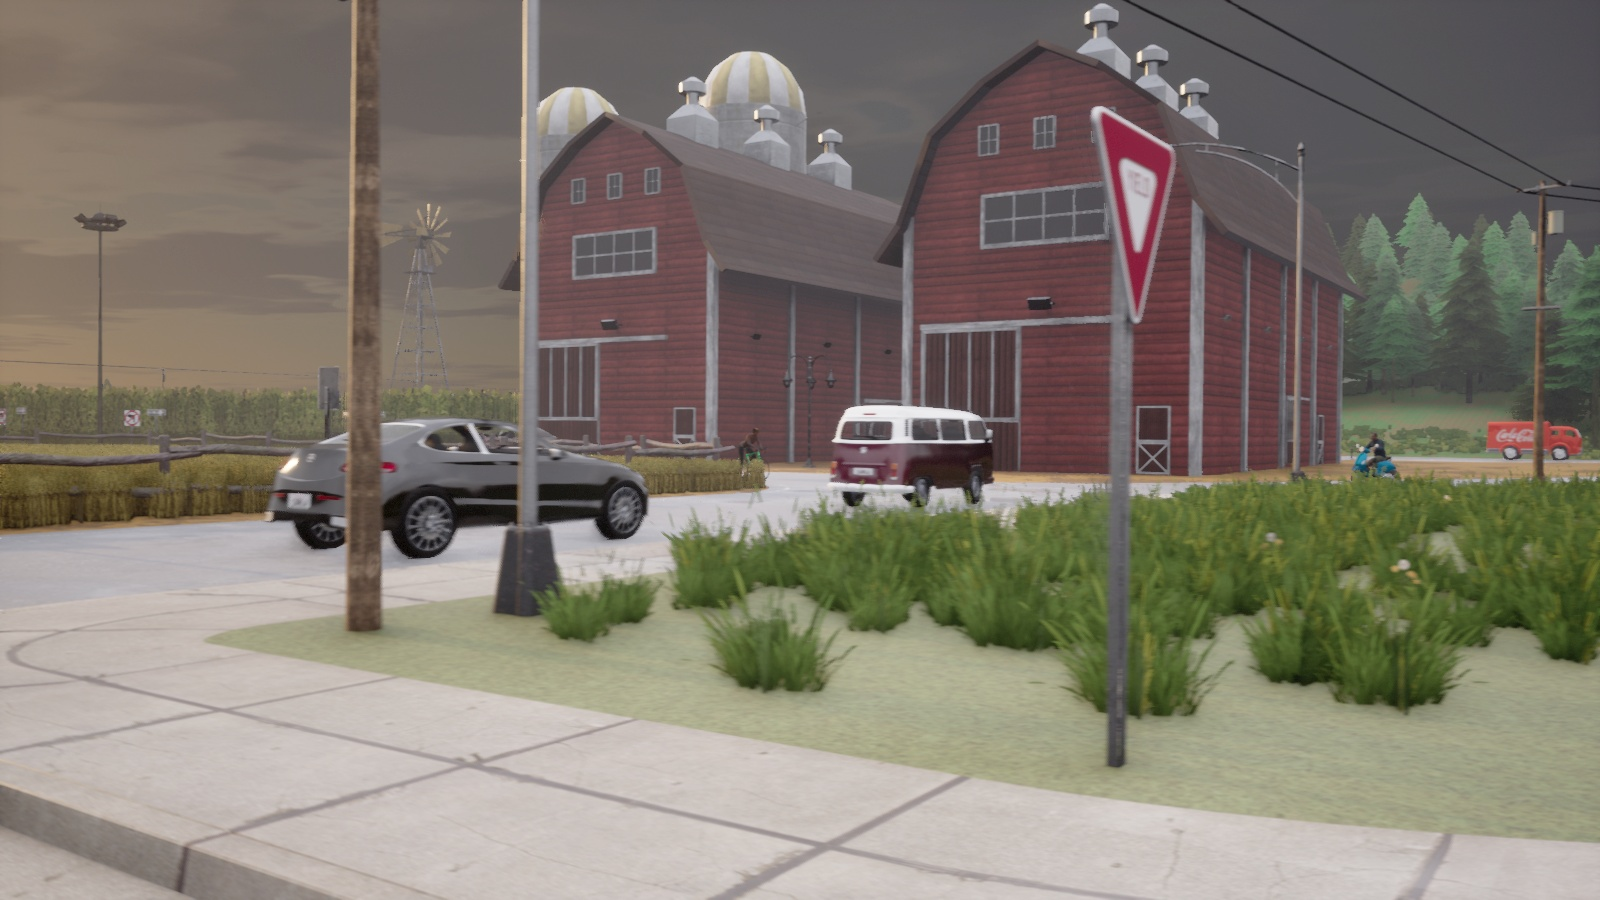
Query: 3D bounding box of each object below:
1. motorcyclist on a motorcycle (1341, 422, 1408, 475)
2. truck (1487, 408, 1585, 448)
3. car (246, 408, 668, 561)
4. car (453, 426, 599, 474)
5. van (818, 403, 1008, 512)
[{"bbox_3d":[17.710,-0.070,38.708,1.817,1.590,0.866,-1,1,-22],"label":"motorcyclist on a motorcycle"},{"bbox_3d":[46.893,-1.417,80.075,5.204,2.467,2.627,0,1,35],"label":"truck"},{"bbox_3d":[-4.168,0.324,16.179,2.152,1.651,5.027,0,1,34],"label":"car"},{"bbox_3d":[-9.877,-0.027,45.212,5.027,1.651,2.152,0,1,31],"label":"car"},{"bbox_3d":[2.439,0.078,25.965,2.069,2.038,4.480,0,1,33],"label":"van"}]
